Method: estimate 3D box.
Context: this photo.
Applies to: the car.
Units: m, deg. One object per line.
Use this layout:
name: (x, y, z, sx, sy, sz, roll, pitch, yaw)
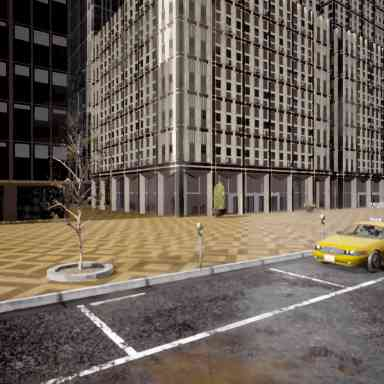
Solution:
car: (5.799, 1.526, 10.687, 4.829, 1.417, 1.752, 0, 0, -35)
